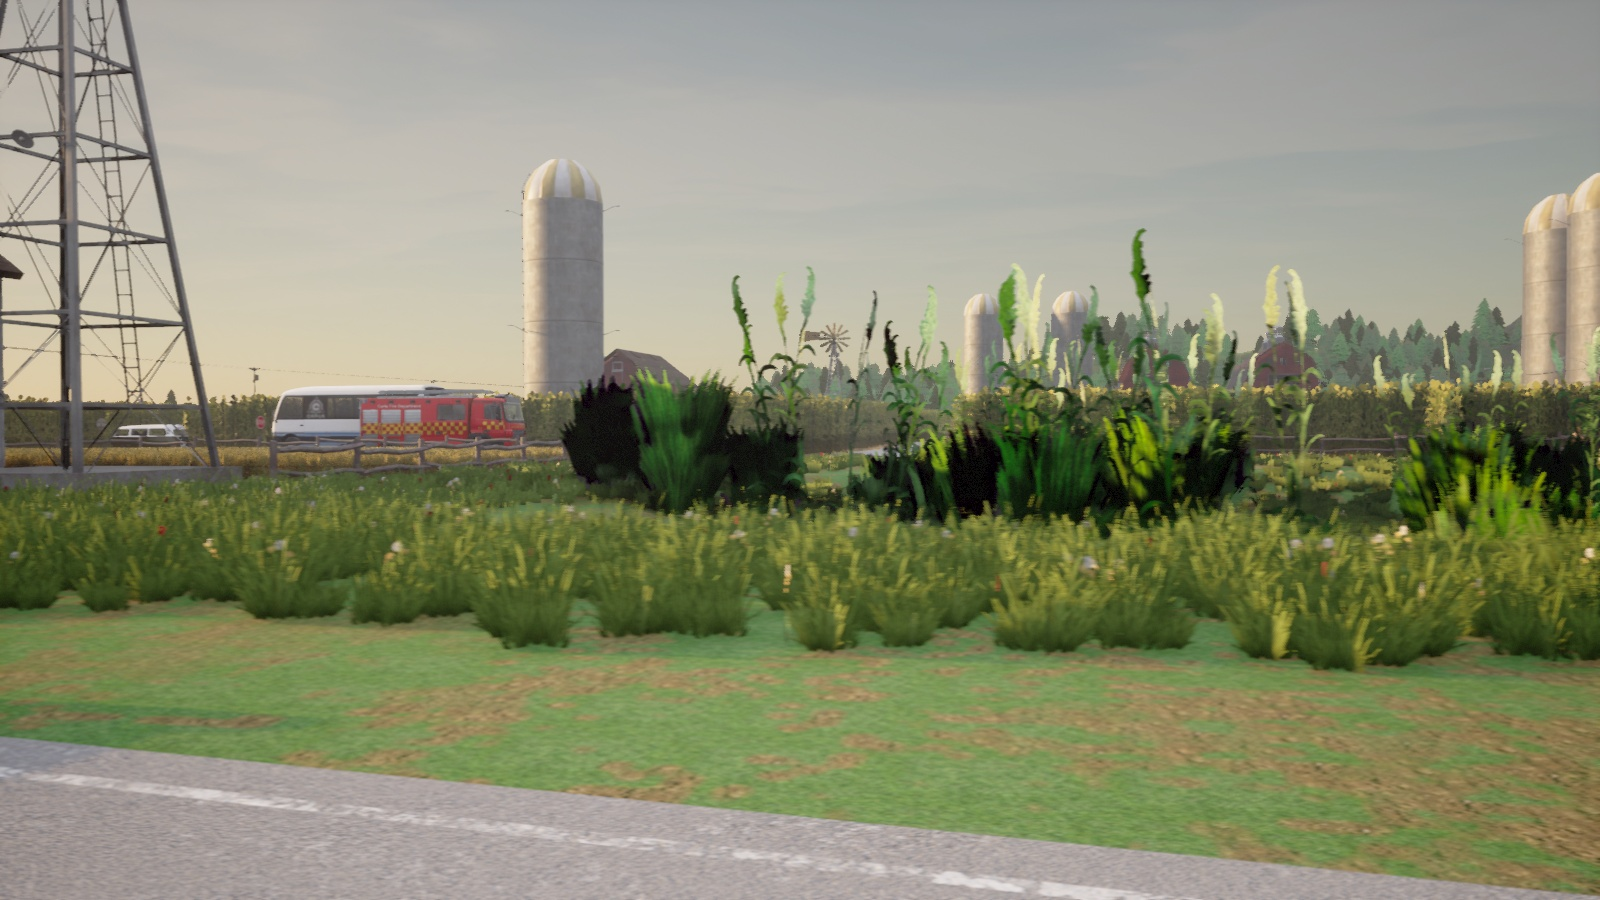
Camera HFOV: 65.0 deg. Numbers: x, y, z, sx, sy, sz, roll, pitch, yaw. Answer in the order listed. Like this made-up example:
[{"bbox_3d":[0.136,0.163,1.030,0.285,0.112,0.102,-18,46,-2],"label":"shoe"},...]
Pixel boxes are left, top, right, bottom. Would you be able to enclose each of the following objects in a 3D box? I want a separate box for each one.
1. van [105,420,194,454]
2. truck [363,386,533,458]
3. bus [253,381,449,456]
[{"bbox_3d":[-39.679,-0.827,76.652,4.480,2.038,2.069,0,1,11],"label":"van"},{"bbox_3d":[-19.174,-1.510,68.660,8.468,3.827,2.891,0,1,6],"label":"truck"},{"bbox_3d":[-26.274,-1.829,73.628,10.273,4.253,3.944,0,1,13],"label":"bus"}]
